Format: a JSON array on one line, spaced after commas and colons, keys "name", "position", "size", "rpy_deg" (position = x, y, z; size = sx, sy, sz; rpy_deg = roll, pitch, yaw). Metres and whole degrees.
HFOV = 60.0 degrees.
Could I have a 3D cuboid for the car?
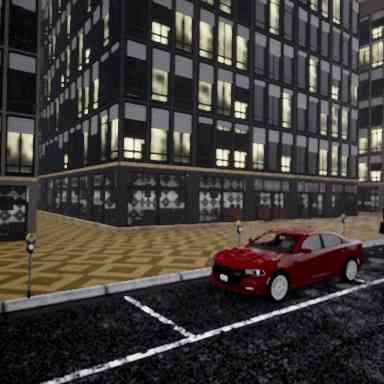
[{"name": "car", "position": [2.505, 1.578, 8.342], "size": [4.507, 1.381, 1.887], "rpy_deg": [0, 1, -36]}]
